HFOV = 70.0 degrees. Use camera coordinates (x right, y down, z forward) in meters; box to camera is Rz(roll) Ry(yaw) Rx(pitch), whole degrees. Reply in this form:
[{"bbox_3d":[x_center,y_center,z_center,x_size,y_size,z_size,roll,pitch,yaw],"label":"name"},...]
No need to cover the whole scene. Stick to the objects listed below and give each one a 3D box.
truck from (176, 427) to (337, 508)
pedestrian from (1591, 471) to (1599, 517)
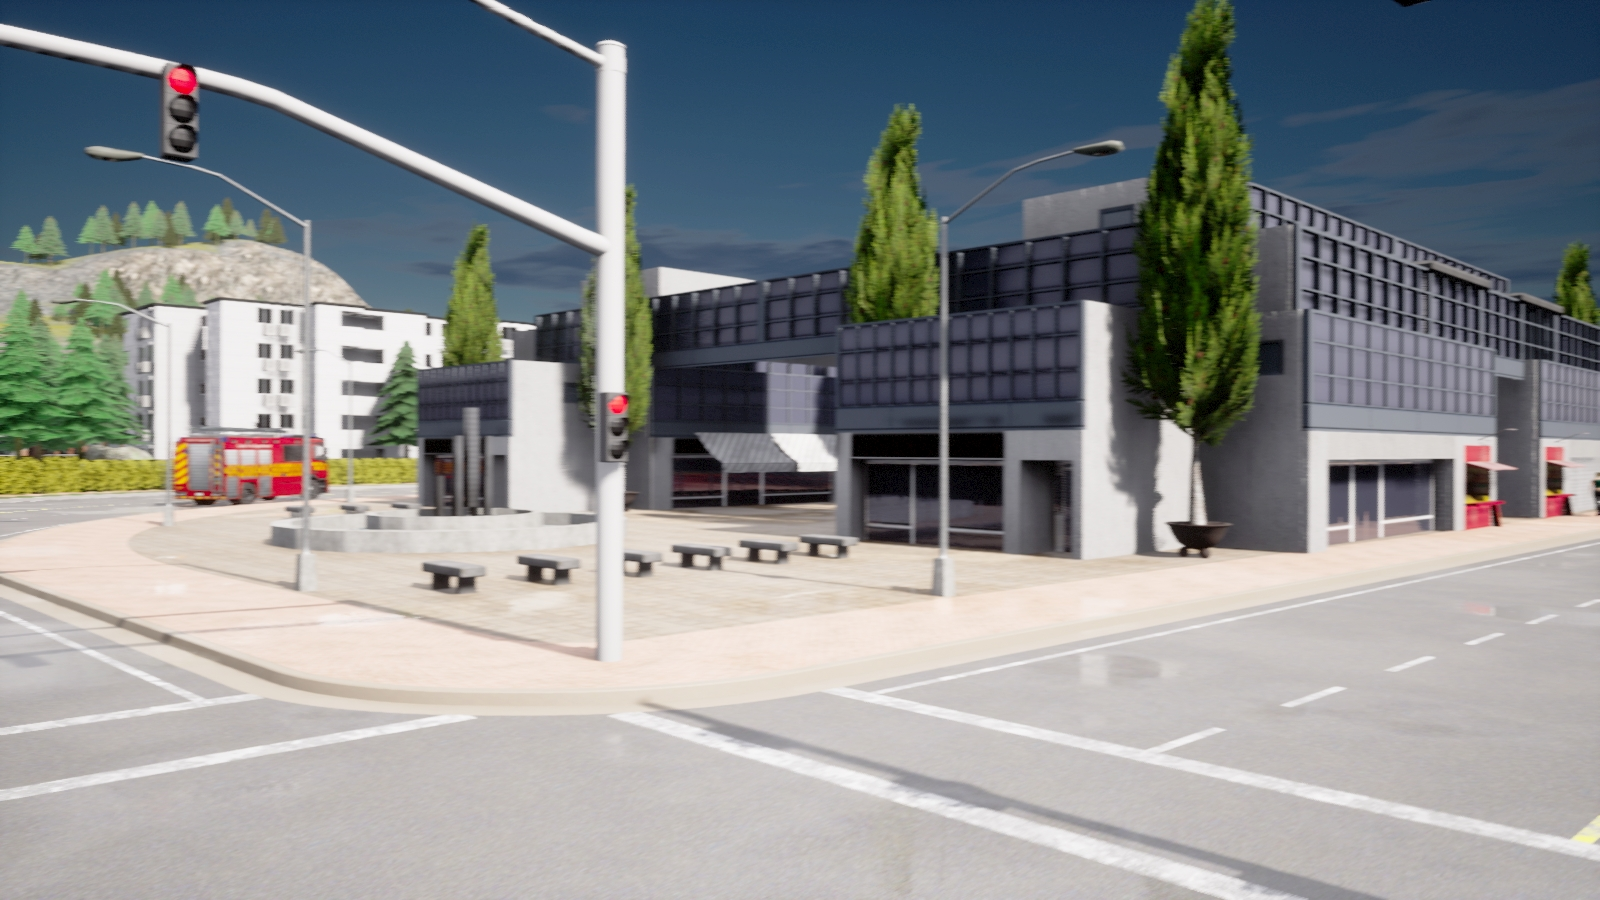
[{"bbox_3d":[-27.539,0.821,58.447,2.891,3.827,8.468,0,0,12],"label":"truck"},{"bbox_3d":[32.757,1.800,46.932,0.375,1.860,0.375,0,0,45],"label":"pedestrian"}]
